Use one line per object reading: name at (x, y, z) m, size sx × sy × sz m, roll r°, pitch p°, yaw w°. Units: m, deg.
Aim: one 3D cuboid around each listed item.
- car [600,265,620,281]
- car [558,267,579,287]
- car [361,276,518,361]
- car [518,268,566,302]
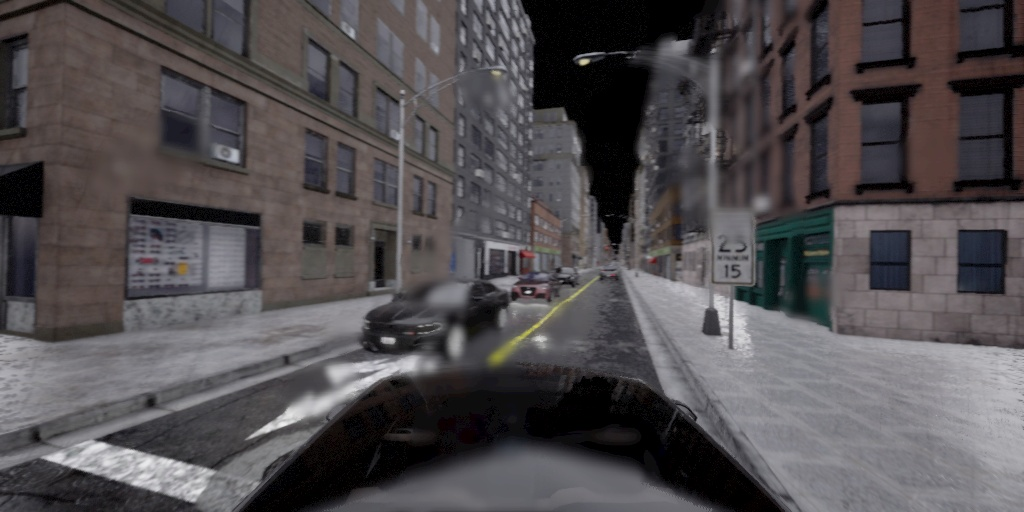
car at (10.357, 1.816, 38.144) m, size 2.128 × 1.511 × 4.902 m, roll 1°, pitch -1°, yaw 17°
car at (4.237, 1.613, 28.414) m, size 1.837 × 1.490 × 4.892 m, roll 1°, pitch -1°, yaw 16°
car at (-1.502, 1.278, 8.806) m, size 1.882 × 1.535 × 5.008 m, roll 1°, pitch -1°, yaw 16°
car at (1.317, 1.515, 18.435) m, size 1.994 × 1.385 × 4.181 m, roll 1°, pitch -1°, yaw 17°
